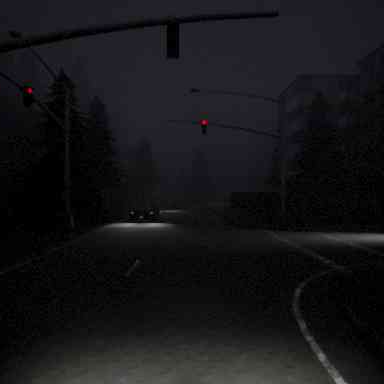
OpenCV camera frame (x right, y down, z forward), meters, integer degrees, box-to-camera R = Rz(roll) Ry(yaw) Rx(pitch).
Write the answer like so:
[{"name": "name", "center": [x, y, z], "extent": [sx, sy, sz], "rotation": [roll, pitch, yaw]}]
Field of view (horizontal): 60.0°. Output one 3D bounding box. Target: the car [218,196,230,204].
[{"name": "car", "center": [7.120, 1.392, 60.787], "extent": [5.357, 1.411, 2.033], "rotation": [0, 0, -44]}]

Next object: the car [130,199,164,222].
[{"name": "car", "center": [-3.513, 1.460, 25.536], "extent": [1.812, 1.442, 4.674], "rotation": [0, 0, 1]}]

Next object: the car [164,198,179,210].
[{"name": "car", "center": [-2.840, 1.420, 40.983], "extent": [1.812, 1.442, 4.674], "rotation": [0, 0, 9]}]
